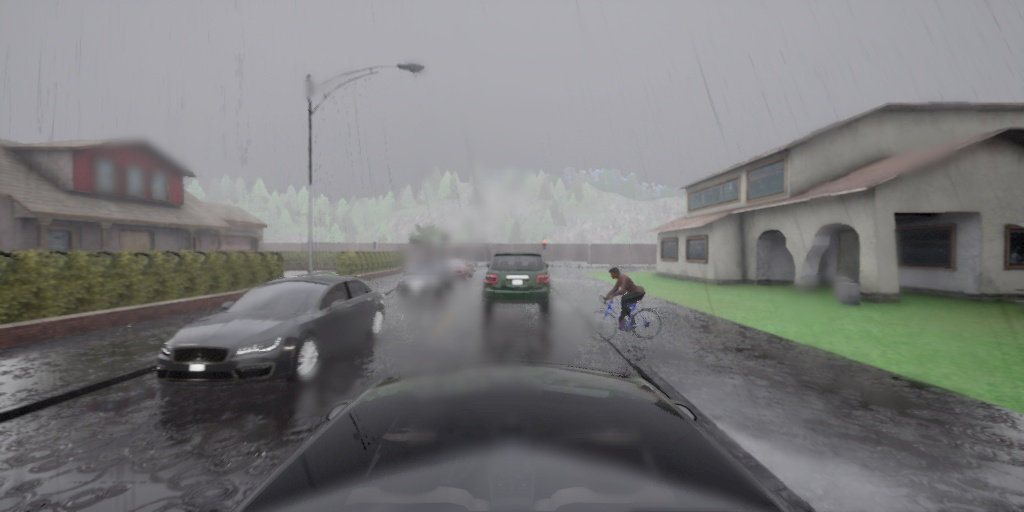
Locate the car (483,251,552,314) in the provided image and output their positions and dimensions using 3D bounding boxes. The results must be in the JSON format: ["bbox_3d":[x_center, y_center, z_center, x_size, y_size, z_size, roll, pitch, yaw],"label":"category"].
[{"bbox_3d":[0.201,0.834,13.220,2.150,2.045,5.566,0,1,1],"label":"car"}]

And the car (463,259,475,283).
[{"bbox_3d":[-3.751,0.957,24.912,1.882,1.535,5.008,0,1,1],"label":"car"}]

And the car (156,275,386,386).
[{"bbox_3d":[-4.050,1.177,7.071,1.837,1.490,4.892,0,0,1],"label":"car"}]

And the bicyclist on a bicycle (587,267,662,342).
[{"bbox_3d":[2.433,1.052,7.841,1.656,1.620,0.582,-3,1,1],"label":"bicyclist on a bicycle"}]

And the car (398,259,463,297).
[{"bbox_3d":[-3.915,1.043,17.197,2.128,1.511,4.902,0,1,1],"label":"car"}]
